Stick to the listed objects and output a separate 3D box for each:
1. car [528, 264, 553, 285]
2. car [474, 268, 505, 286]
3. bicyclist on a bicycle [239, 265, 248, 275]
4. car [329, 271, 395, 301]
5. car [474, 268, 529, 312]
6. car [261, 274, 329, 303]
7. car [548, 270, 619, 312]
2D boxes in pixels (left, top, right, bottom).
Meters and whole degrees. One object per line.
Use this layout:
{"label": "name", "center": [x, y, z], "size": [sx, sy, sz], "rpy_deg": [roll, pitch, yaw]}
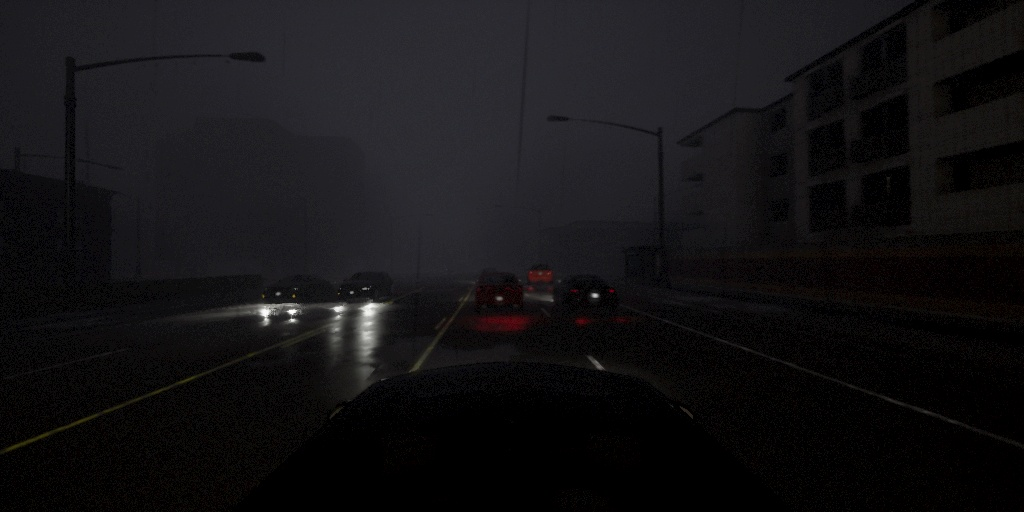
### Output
{"label": "car", "center": [2.433, 1.457, 30.629], "size": [2.097, 1.767, 4.553], "rpy_deg": [-1, -1, 4]}
{"label": "car", "center": [-1.989, 1.718, 30.499], "size": [1.994, 1.385, 4.181], "rpy_deg": [0, -1, -12]}
{"label": "bicyclist on a bicycle", "center": [-34.105, 1.998, 45.503], "size": [0.582, 1.620, 1.656], "rpy_deg": [-1, -1, -5]}
{"label": "car", "center": [-7.901, 1.579, 19.801], "size": [1.837, 1.490, 4.892], "rpy_deg": [-1, -1, -3]}
{"label": "car", "center": [-0.555, 1.413, 15.434], "size": [1.882, 1.535, 5.008], "rpy_deg": [-1, -1, -3]}
{"label": "car", "center": [-11.381, 1.669, 19.306], "size": [1.994, 1.385, 4.181], "rpy_deg": [-1, -1, -3]}
{"label": "car", "center": [2.964, 1.456, 15.135], "size": [1.994, 1.385, 4.181], "rpy_deg": [-1, -1, -3]}
